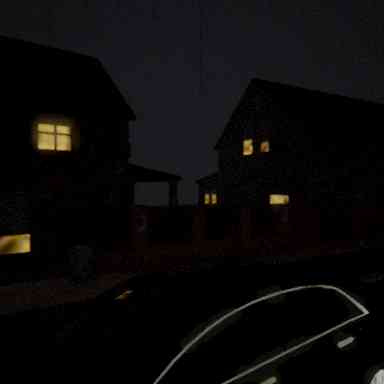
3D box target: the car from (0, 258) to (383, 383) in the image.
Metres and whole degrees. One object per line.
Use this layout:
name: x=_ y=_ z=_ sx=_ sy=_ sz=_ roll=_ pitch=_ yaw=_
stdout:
car: x=0.033 y=1.488 z=2.951 sx=4.892 sy=1.490 sz=1.837 roll=-1 pitch=1 yaw=-35
